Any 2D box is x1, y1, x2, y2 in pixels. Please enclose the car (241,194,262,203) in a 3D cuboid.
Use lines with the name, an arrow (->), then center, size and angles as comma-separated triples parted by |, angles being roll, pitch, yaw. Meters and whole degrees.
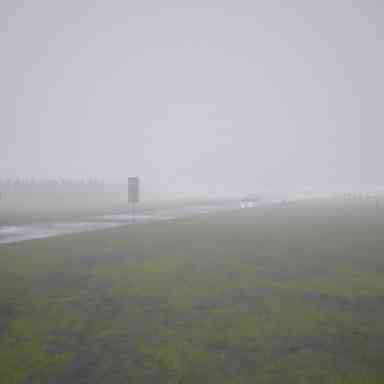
car -> 9.813, 0.965, 54.232 | 2.033, 1.411, 5.357 | 0, 1, 30
